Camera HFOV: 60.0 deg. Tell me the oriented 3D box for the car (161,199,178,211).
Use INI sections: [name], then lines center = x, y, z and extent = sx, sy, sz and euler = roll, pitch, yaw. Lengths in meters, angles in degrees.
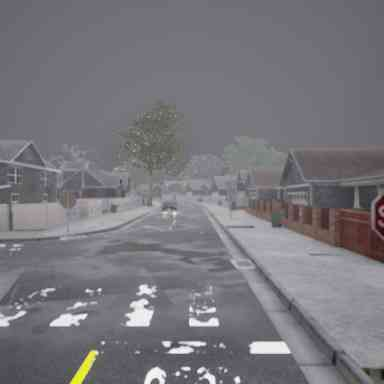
[car]
center = -2.681, 1.611, 41.179
extent = 2.033, 1.411, 5.357
euler = 0, 0, 0
